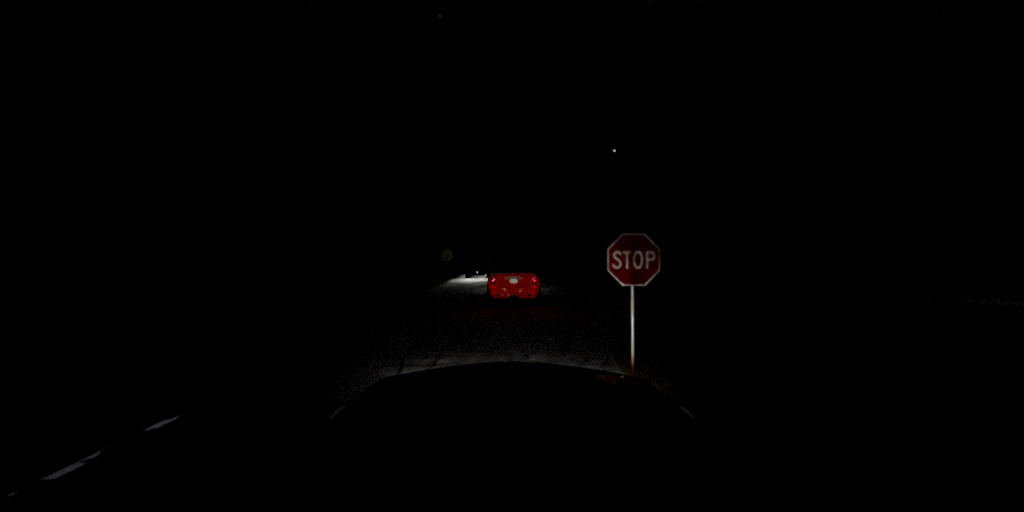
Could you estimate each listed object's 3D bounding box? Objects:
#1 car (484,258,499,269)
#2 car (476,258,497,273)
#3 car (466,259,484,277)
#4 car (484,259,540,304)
[{"bbox_3d":[-2.934,1.091,52.048,1.812,1.442,4.674,0,0,0],"label":"car"},{"bbox_3d":[-2.920,1.062,41.816,2.128,1.511,4.902,0,0,0],"label":"car"},{"bbox_3d":[-2.907,1.153,31.685,1.994,1.385,4.181,0,0,-1],"label":"car"},{"bbox_3d":[0.066,0.992,15.836,2.097,1.767,4.553,0,0,0],"label":"car"}]
